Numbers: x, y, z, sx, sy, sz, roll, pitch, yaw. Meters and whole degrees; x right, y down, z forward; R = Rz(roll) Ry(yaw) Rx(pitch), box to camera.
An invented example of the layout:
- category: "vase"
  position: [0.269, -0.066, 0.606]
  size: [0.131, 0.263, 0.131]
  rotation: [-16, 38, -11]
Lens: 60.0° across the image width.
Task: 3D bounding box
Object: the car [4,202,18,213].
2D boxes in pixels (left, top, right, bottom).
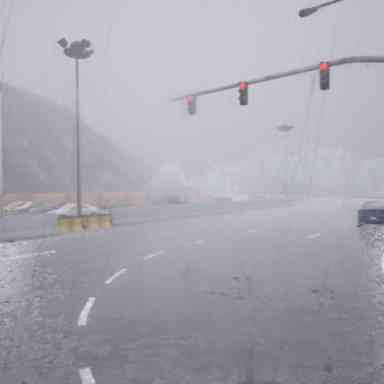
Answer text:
- category: "car"
  position: [-15.301, 1.749, 31.936]
  size: [1.812, 1.442, 4.674]
  rotation: [-1, 0, 37]

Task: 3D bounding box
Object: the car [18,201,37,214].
- category: "car"
  position: [-12.430, 1.673, 29.942]
  size: [2.128, 1.511, 4.902]
  rotation: [-1, 0, 37]

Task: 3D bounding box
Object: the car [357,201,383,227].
- category: "car"
  position: [11.740, 1.308, 20.833]
  size: [1.882, 1.535, 5.008]
  rotation: [-1, 0, 37]

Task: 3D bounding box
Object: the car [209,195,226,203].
- category: "car"
  position: [5.126, 1.425, 66.963]
  size: [1.882, 1.535, 5.008]
  rotation: [-1, 0, 24]

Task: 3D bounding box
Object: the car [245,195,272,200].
- category: "car"
  position: [11.259, 1.346, 56.349]
  size: [2.128, 1.511, 4.902]
  rotation: [-1, 0, 31]

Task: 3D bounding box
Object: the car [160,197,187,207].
- category: "car"
  position: [-2.987, 1.583, 53.935]
  size: [1.812, 1.442, 4.674]
  rotation: [-1, 0, 37]

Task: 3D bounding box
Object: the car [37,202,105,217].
- category: "car"
  position: [-9.891, 1.670, 27.496]
  size: [1.812, 1.442, 4.674]
  rotation: [-1, 0, 37]

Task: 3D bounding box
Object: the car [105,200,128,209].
- category: "car"
  position: [-10.293, 1.721, 44.256]
  size: [1.994, 1.385, 4.181]
  rotation: [-1, 0, 38]

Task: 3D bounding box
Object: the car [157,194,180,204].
- category: "car"
  position: [-3.843, 1.287, 46.937]
  size: [2.150, 2.045, 5.566]
  rotation: [-1, 0, 37]

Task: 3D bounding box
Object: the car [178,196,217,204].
- category: "car"
  position: [0.713, 1.524, 41.410]
  size: [1.812, 1.442, 4.674]
  rotation: [-1, 0, 37]

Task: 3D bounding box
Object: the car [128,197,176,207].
- category: "car"
  position: [-4.726, 1.622, 40.033]
  size: [2.033, 1.411, 5.357]
  rotation: [-1, 0, 37]

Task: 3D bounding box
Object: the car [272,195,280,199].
- category: "car"
  position: [17.585, 1.288, 70.397]
  size: [2.128, 1.511, 4.902]
  rotation: [-1, 0, 19]

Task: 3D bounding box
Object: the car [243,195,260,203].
- category: "car"
  position: [11.613, 1.346, 64.538]
  size: [2.128, 1.511, 4.902]
  rotation: [-1, 0, 25]

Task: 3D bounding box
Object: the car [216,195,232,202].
- category: "car"
  position: [3.714, 1.450, 51.285]
  size: [2.128, 1.511, 4.902]
  rotation: [-1, 0, 36]

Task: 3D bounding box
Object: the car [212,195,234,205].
- category: "car"
  position: [5.631, 1.428, 60.402]
  size: [2.128, 1.511, 4.902]
  rotation: [-1, 0, 30]
